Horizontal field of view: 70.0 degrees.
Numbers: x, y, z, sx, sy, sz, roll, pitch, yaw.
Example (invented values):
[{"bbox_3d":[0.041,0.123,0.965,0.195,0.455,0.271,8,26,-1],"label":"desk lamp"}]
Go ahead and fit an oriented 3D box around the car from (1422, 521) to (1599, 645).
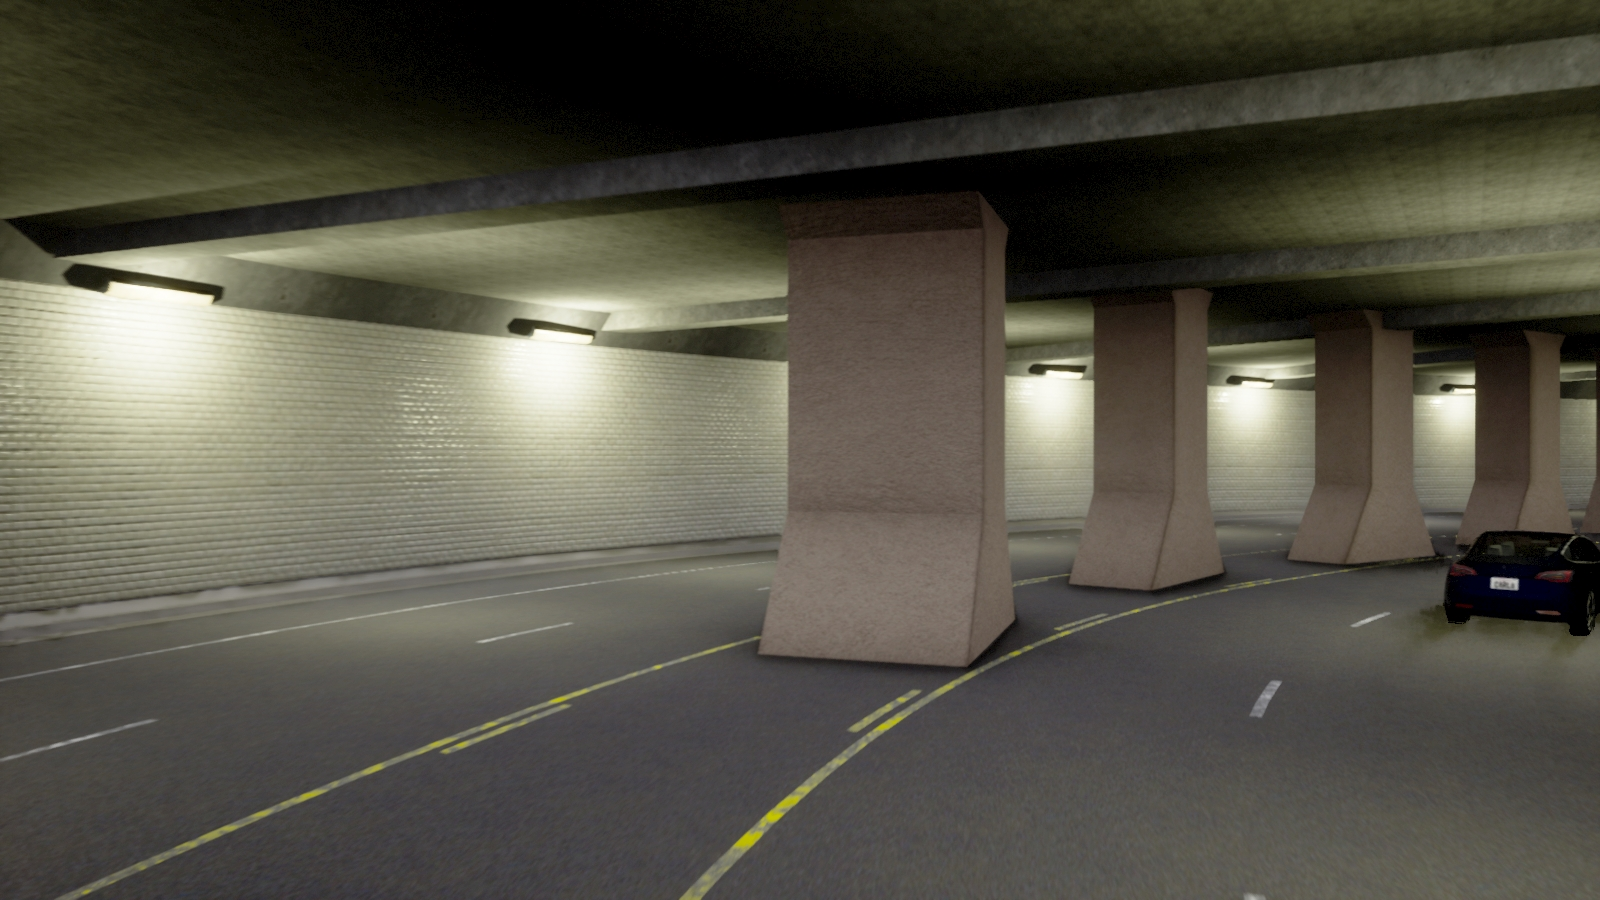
[{"bbox_3d":[12.224,2.070,19.007,2.163,1.488,4.792,0,0,43],"label":"car"}]
